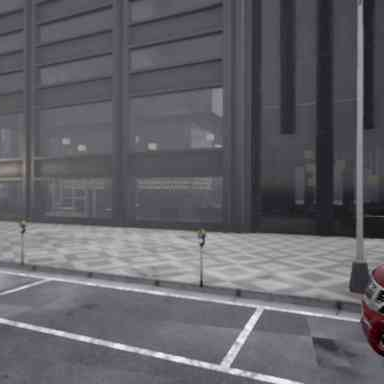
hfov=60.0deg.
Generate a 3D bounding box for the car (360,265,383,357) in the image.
[{"bbox_3d":[4.701,1.336,3.695,5.009,1.841,2.192,0,0,23],"label":"car"}]
